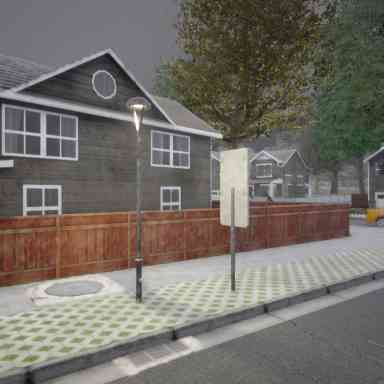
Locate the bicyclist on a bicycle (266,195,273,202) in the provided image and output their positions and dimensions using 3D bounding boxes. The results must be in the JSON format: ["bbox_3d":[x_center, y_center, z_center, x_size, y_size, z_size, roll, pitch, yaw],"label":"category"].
[{"bbox_3d":[7.508,1.130,32.287,0.582,1.620,1.656,1,1,43],"label":"bicyclist on a bicycle"}]

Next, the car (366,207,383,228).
[{"bbox_3d":[12.885,1.410,19.262,5.008,1.535,1.882,0,0,43],"label":"car"}]
